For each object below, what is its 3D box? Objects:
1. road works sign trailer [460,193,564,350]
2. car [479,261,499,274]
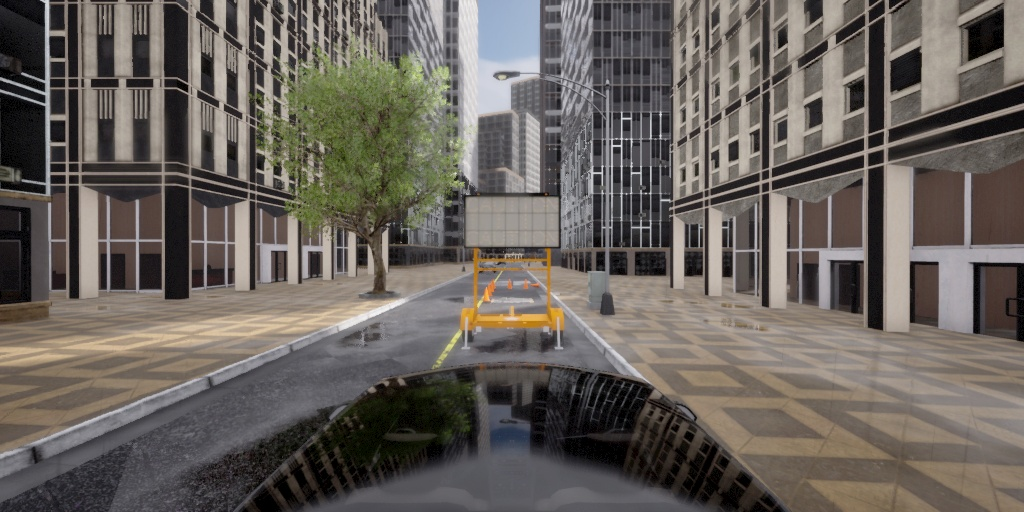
[{"bbox_3d":[0.010,0.214,9.080,2.380,3.560,2.880,0,0,0],"label":"road works sign trailer"},{"bbox_3d":[-2.804,1.306,41.578,1.812,1.442,4.674,0,0,0],"label":"car"}]
